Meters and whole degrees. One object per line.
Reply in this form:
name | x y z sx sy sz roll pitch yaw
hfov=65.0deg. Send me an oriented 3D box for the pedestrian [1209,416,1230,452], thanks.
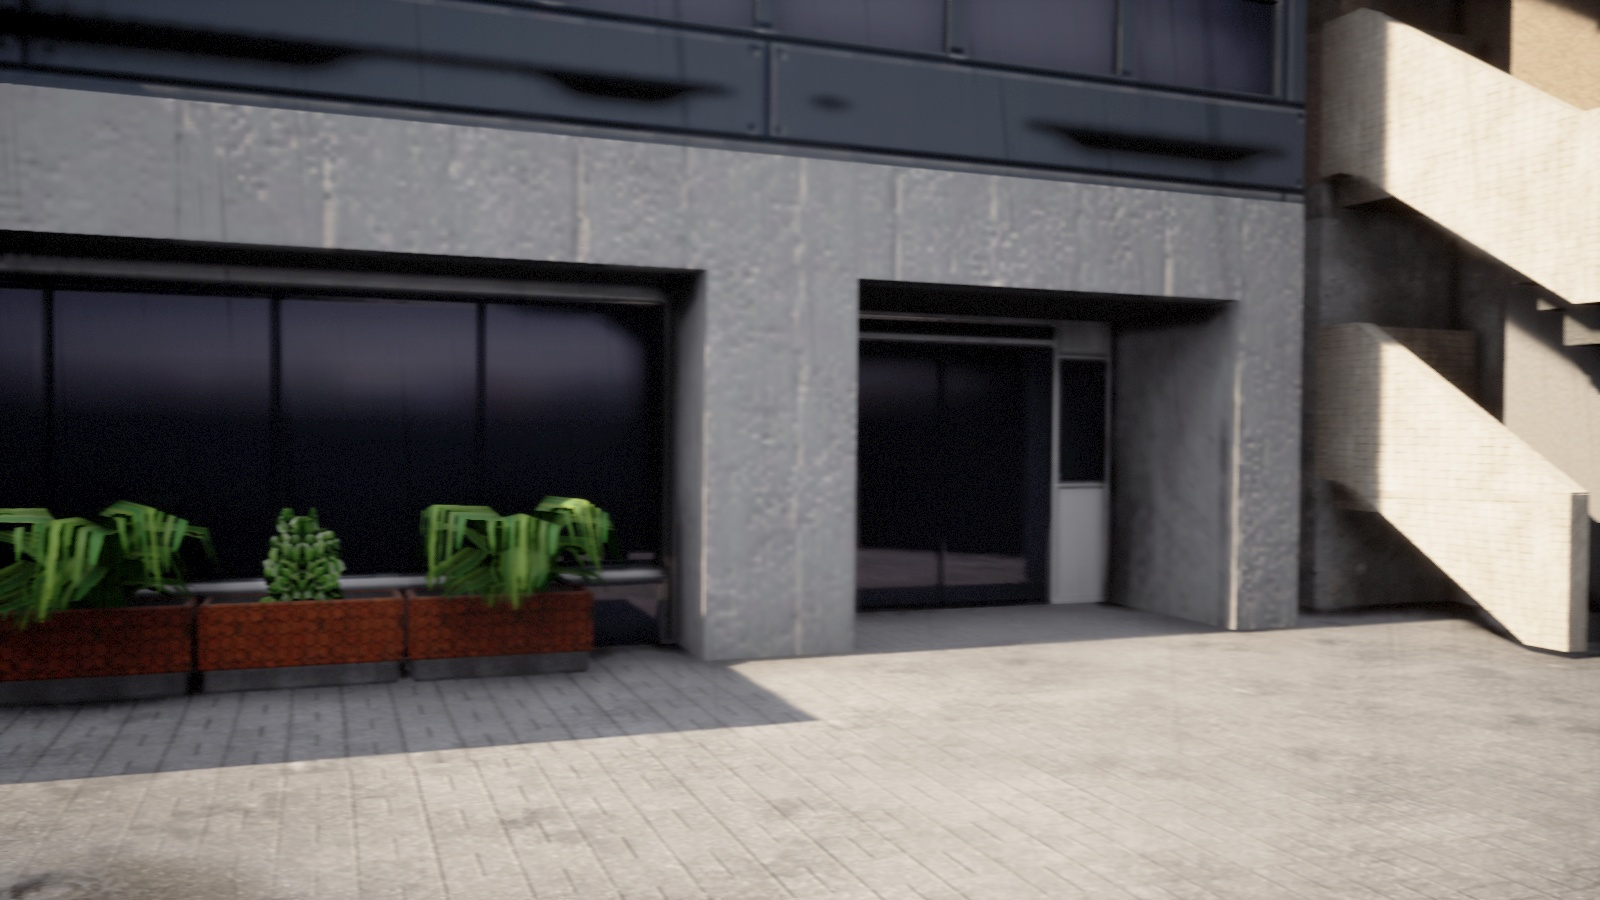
pedestrian | 23.027 -0.870 68.923 0.659 1.952 0.873 -1 1 -22
